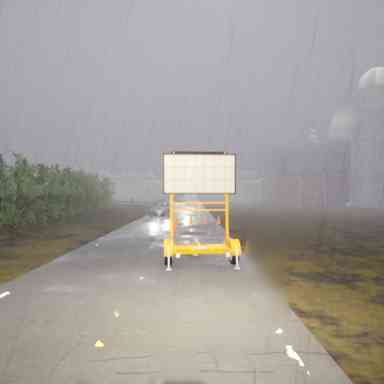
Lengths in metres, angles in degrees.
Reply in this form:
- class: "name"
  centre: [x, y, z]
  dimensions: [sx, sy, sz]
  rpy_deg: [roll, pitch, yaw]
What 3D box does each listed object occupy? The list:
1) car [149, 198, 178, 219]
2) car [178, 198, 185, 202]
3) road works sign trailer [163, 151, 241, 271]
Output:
- class: "car"
  centre: [-2.729, 1.560, 30.210]
  dimensions: [2.128, 1.511, 4.902]
  rpy_deg: [0, 0, 0]
- class: "car"
  centre: [-2.468, 1.893, 71.277]
  dimensions: [1.994, 1.385, 4.181]
  rpy_deg: [0, 0, 0]
- class: "road works sign trailer"
  centre: [0.232, 0.470, 11.020]
  dimensions: [2.380, 3.560, 2.880]
  rpy_deg: [0, 0, -4]
